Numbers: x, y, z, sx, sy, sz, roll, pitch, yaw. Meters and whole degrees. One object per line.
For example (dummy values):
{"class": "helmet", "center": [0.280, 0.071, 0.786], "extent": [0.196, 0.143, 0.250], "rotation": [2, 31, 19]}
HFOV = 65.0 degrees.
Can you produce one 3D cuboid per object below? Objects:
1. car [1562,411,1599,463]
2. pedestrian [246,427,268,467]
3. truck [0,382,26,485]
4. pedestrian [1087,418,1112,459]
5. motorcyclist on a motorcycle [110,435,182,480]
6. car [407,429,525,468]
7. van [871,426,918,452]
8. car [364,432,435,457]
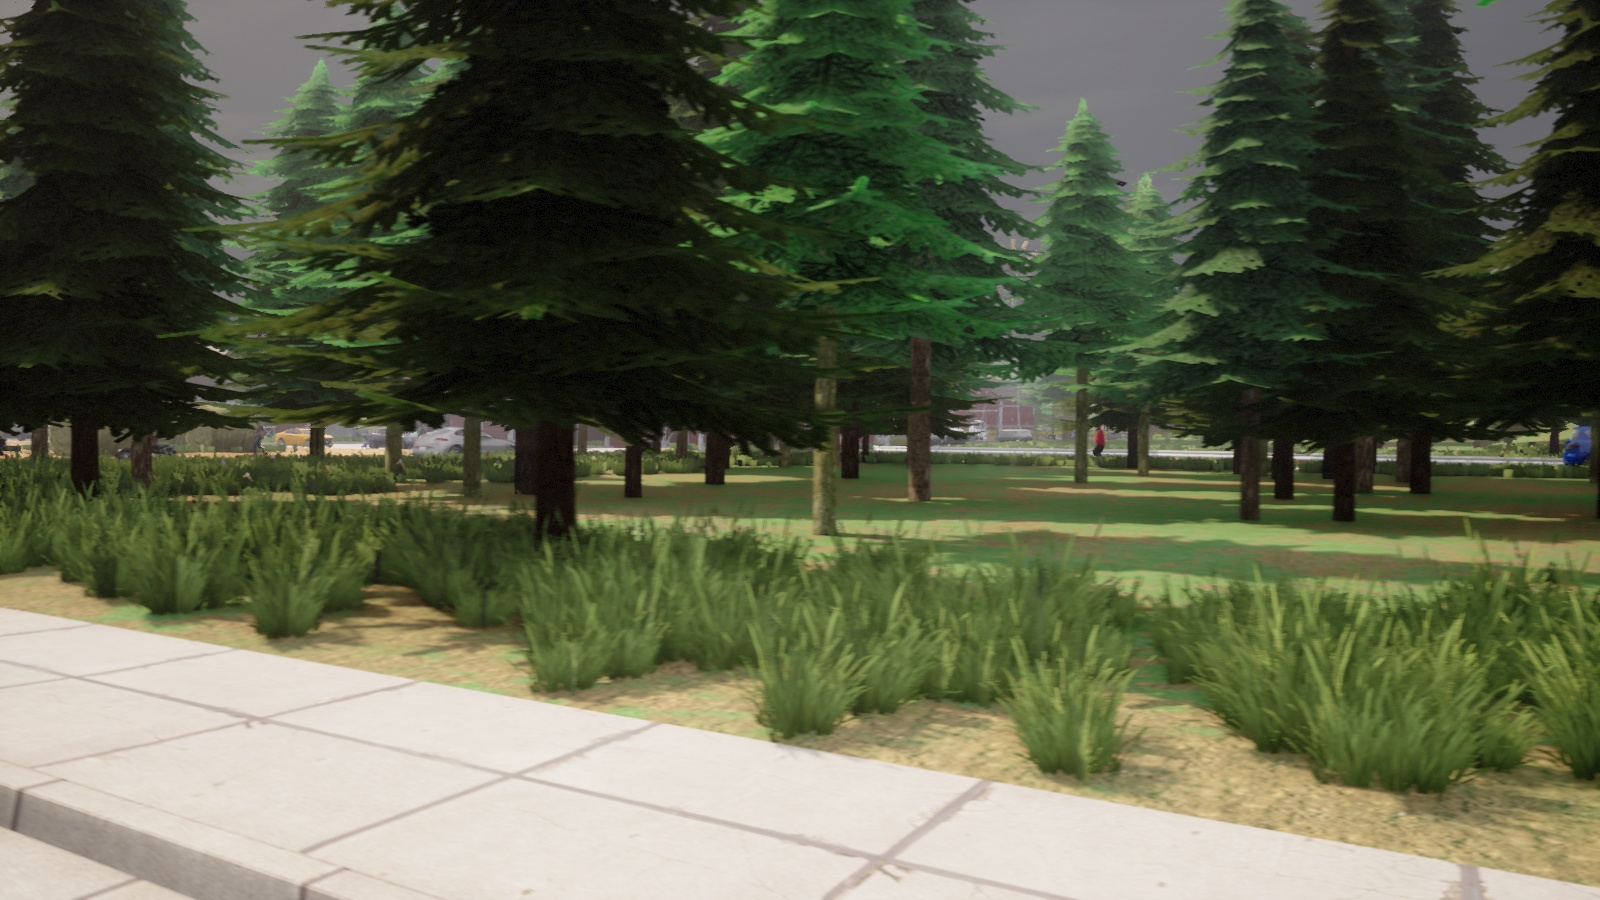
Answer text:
{"class": "car", "center": [33.427, -0.530, 49.644], "extent": [5.566, 2.045, 2.150], "rotation": [0, 1, 33]}
{"class": "pedestrian", "center": [-24.919, -0.153, 57.639], "extent": [0.328, 1.805, 0.869], "rotation": [0, 1, 34]}
{"class": "truck", "center": [-29.792, -0.503, 40.261], "extent": [2.891, 3.462, 7.936], "rotation": [0, 1, 32]}
{"class": "pedestrian", "center": [13.707, -0.515, 57.470], "extent": [0.899, 1.844, 0.634], "rotation": [0, 1, 34]}
{"class": "motorcyclist on a motorcycle", "center": [-24.937, 0.281, 47.909], "extent": [0.766, 1.649, 2.350], "rotation": [0, 1, 32]}
{"class": "car", "center": [-15.073, -0.103, 56.920], "extent": [2.152, 1.651, 5.027], "rotation": [0, 1, 32]}
{"class": "van", "center": [7.505, -0.909, 99.026], "extent": [1.775, 1.987, 4.442], "rotation": [0, 1, 32]}
{"class": "car", "center": [-27.881, -0.365, 87.409], "extent": [4.611, 1.667, 2.242], "rotation": [0, 1, 31]}
